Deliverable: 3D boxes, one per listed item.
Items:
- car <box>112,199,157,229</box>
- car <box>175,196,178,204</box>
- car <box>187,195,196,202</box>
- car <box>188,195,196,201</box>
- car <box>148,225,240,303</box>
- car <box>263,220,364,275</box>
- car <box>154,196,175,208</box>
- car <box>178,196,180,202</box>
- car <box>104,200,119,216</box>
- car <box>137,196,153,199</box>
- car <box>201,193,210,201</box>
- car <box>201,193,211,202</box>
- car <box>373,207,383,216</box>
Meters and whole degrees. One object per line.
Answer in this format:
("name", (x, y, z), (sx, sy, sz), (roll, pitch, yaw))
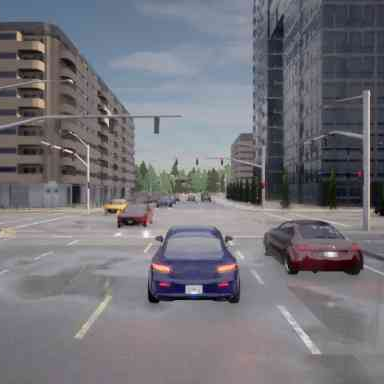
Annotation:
("car", (-3.688, 1.501, 22.259), (1.882, 1.535, 5.008), (0, 0, -1))
("car", (-3.927, 1.526, 59.007), (1.812, 1.442, 4.674), (0, 0, 1))
("car", (-0.151, 1.540, 77.431), (2.033, 1.411, 5.357), (0, 0, 1))
("car", (-0.041, 1.525, 87.775), (2.128, 1.511, 4.902), (0, 0, 1))
("car", (0.047, 1.526, 8.073), (1.812, 1.442, 4.674), (0, 0, 0))
("car", (3.556, 1.564, 10.496), (1.994, 1.385, 4.181), (0, 0, 0))
("car", (-3.989, 1.352, 48.984), (2.097, 1.767, 4.553), (0, 0, 0))
("car", (-3.680, 1.537, 74.865), (2.033, 1.411, 5.357), (0, 0, 1))
("car", (-7.330, 1.506, 33.021), (1.882, 1.535, 5.008), (0, 0, -1))
("car", (-7.492, 1.504, 49.675), (1.837, 1.490, 4.892), (0, 0, 0))
("car", (3.459, 1.225, 87.802), (2.150, 2.045, 5.566), (0, 0, 1))
("car", (3.350, 1.355, 77.639), (2.097, 1.767, 4.553), (0, 0, 1))
("car", (19.459, 1.656, 30.678), (4.718, 1.301, 1.895), (0, 0, 0))
